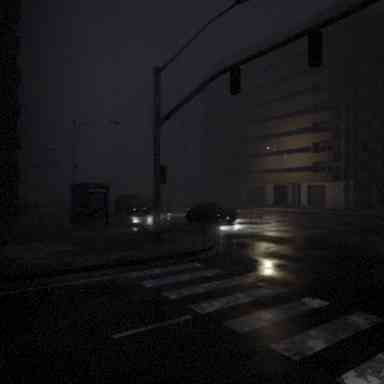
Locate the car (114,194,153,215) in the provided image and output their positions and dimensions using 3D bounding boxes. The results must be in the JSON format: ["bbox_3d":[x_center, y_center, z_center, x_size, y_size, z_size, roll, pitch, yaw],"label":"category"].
[{"bbox_3d":[-6.302,1.266,34.873,2.150,2.045,5.566,0,0,-36],"label":"car"}]

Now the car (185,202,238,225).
[{"bbox_3d":[1.288,1.609,24.485,1.994,1.385,4.181,0,0,-36],"label":"car"}]

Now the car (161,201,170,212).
[{"bbox_3d":[-4.357,1.533,38.143,2.128,1.511,4.902,0,0,-36],"label":"car"}]

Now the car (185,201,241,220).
[{"bbox_3d":[1.721,1.590,29.816,2.033,1.411,5.357,0,0,-36],"label":"car"}]
